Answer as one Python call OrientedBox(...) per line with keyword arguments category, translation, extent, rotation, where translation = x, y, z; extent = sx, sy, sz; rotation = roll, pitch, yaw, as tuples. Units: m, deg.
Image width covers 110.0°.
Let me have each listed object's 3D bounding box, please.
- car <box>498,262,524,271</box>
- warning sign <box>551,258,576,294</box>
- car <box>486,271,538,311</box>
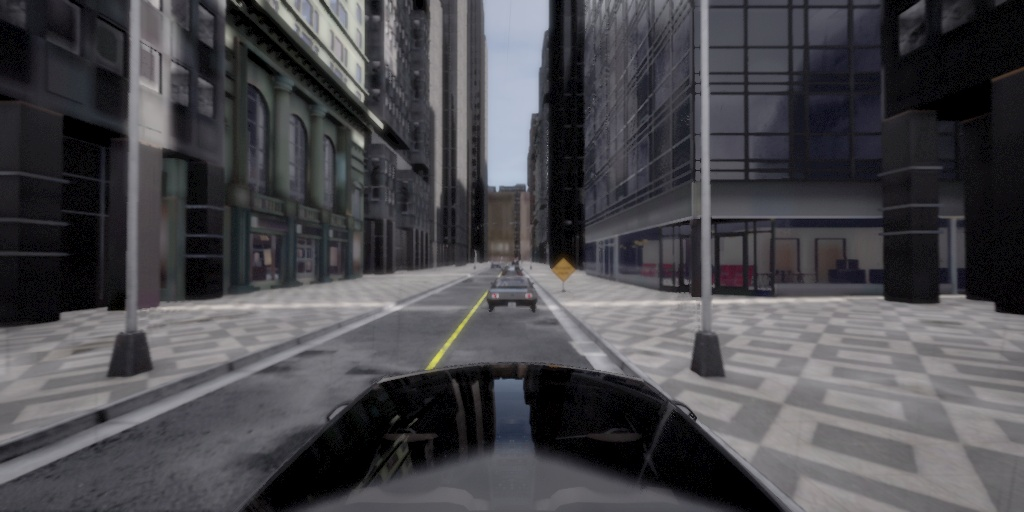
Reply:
OrientedBox(category="car", translation=(0.026, 1.526, 30.744), extent=(1.812, 1.442, 4.674), rotation=(0, 0, 0))
OrientedBox(category="warning sign", translation=(2.721, 1.027, 18.924), extent=(1.300, 1.860, 1.060), rotation=(0, 0, 0))
OrientedBox(category="car", translation=(0.017, 1.480, 15.107), extent=(1.895, 1.301, 4.718), rotation=(0, 0, 0))
